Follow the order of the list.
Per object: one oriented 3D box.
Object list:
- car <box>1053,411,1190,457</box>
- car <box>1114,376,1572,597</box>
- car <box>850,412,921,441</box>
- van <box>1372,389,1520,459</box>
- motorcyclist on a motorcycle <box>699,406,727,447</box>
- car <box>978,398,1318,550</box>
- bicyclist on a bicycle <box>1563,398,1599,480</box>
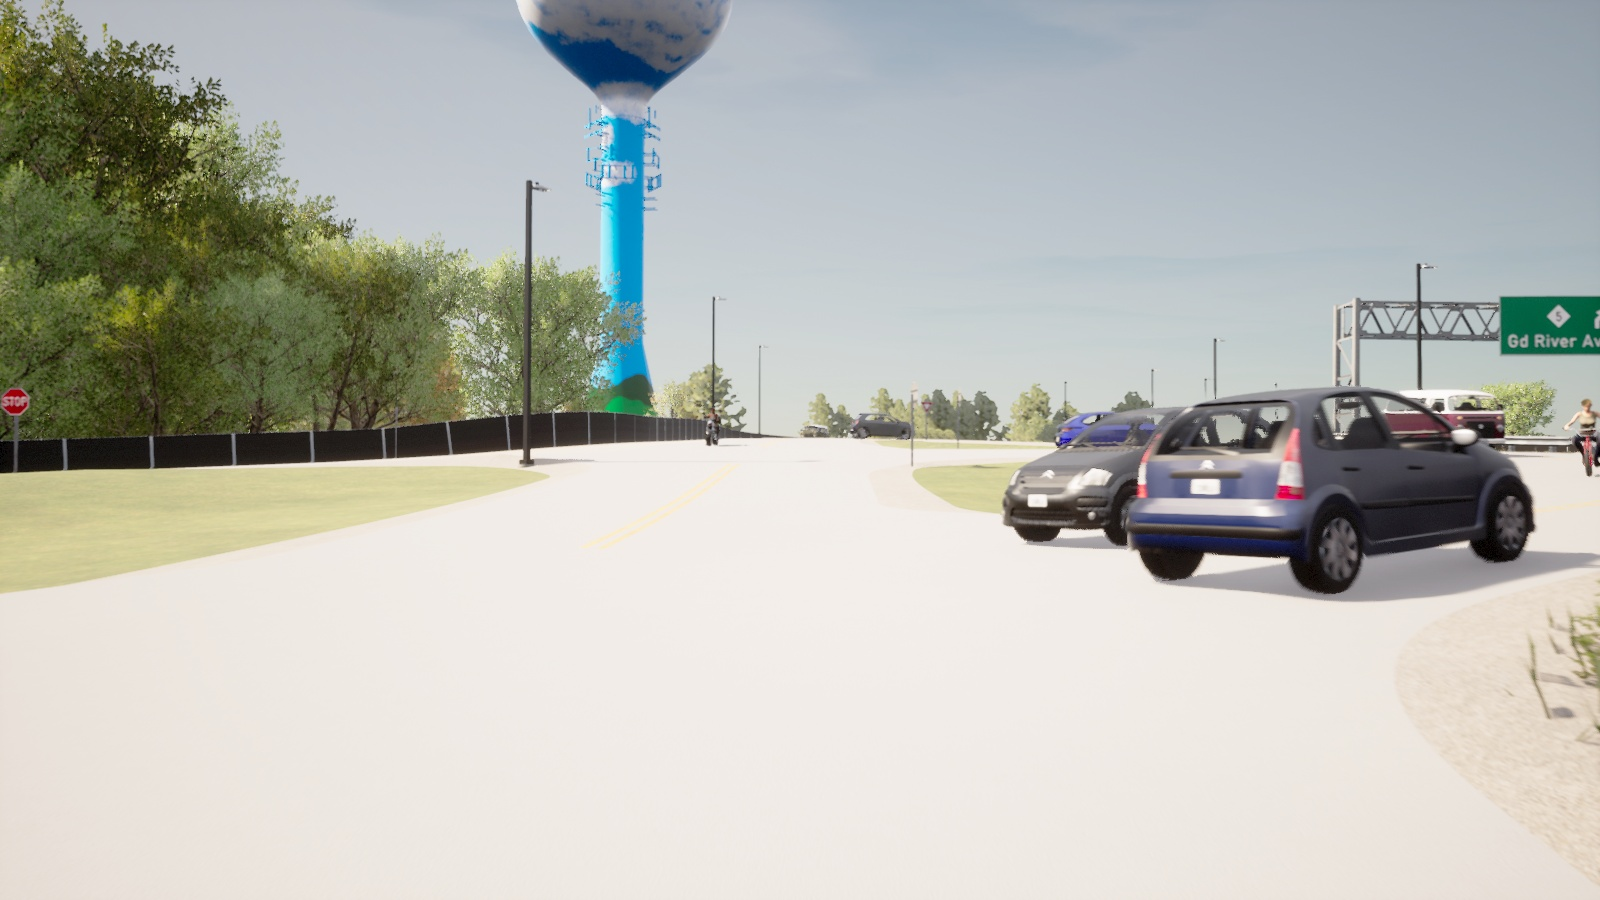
[{"bbox_3d":[10.865,-0.570,42.676,4.193,1.474,1.816,0,2,0],"label":"car"},{"bbox_3d":[4.864,0.218,11.089,3.988,1.617,1.851,-2,0,-35],"label":"car"},{"bbox_3d":[4.793,-1.290,70.430,3.633,1.501,1.845,1,0,-7],"label":"car"},{"bbox_3d":[19.727,-0.813,38.606,2.069,2.038,4.480,0,2,-2],"label":"van"},{"bbox_3d":[-3.635,-0.992,52.397,0.766,1.649,2.350,0,2,6],"label":"motorcyclist on a motorcycle"},{"bbox_3d":[4.351,0.236,15.538,3.988,1.617,1.851,-2,0,-34],"label":"car"},{"bbox_3d":[16.243,-0.237,25.766,0.866,1.612,1.509,-2,0,35],"label":"bicyclist on a bicycle"}]
